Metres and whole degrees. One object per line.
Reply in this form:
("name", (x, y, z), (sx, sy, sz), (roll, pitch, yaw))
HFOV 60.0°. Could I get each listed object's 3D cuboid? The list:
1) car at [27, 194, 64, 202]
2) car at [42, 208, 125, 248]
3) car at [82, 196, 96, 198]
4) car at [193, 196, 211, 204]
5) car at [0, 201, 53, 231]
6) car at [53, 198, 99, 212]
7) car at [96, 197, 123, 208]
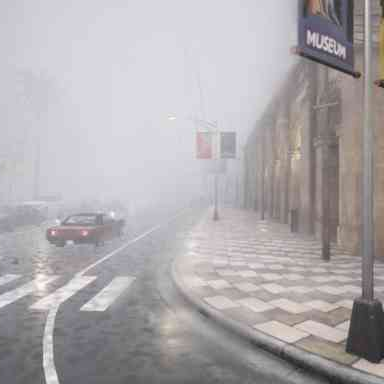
("car", (-13.888, 1.220, 31.258), (2.150, 2.045, 5.566), (0, 0, 5))
("car", (-4.460, 1.602, 14.831), (1.895, 1.301, 4.718), (0, 0, 4))
("car", (-13.043, 1.350, 41.548), (2.097, 1.767, 4.553), (0, 0, 5))
("car", (2.194, 1.549, 63.692), (1.837, 1.490, 4.892), (-5, -3, 38))
("car", (-11.156, 1.546, 20.842), (2.033, 1.411, 5.357), (0, 0, 4))
("car", (-10.453, 1.524, 30.244), (1.812, 1.442, 4.674), (0, 0, 5))
("car", (-9.649, 1.524, 40.100), (1.812, 1.442, 4.674), (0, 0, 5))
